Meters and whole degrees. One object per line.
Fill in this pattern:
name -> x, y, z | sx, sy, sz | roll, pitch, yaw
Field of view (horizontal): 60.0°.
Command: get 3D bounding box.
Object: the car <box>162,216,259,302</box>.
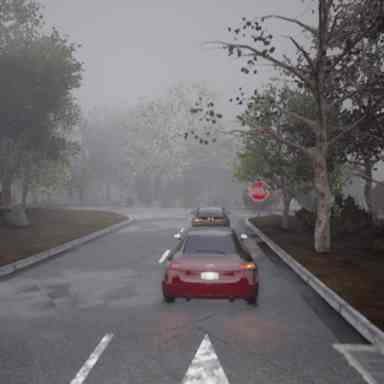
car -> 0.460, 1.543, 8.288 | 1.994, 1.385, 4.181 | 0, 0, 4

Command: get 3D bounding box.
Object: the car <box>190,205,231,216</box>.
car -> 0.966, 1.418, 17.173 | 1.837, 1.490, 4.892 | 0, 1, 3
